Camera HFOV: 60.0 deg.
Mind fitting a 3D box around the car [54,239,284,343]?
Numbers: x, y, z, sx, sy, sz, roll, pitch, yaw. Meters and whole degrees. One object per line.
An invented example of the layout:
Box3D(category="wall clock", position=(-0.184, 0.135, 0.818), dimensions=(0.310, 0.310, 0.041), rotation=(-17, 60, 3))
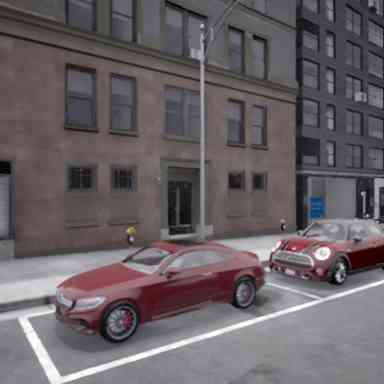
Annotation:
Box3D(category="car", position=(-0.376, 1.613, 6.395), dimensions=(4.206, 1.307, 1.802), rotation=(1, -1, -36))

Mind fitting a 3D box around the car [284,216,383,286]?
Box3D(category="car", position=(4.103, 1.524, 9.598), dimensions=(4.097, 1.590, 1.967), rotation=(1, -1, -36))
